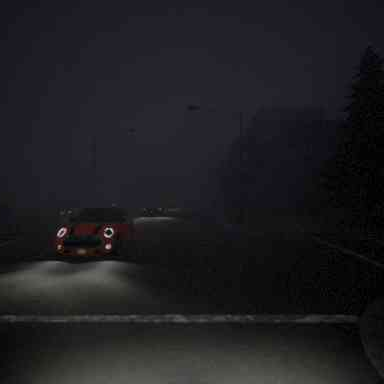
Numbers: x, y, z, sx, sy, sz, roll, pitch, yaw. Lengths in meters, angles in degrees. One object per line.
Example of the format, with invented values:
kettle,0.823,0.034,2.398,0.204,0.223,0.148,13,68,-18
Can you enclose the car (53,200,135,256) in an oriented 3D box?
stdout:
car,-3.588,1.360,13.070,2.097,1.767,4.553,0,0,0

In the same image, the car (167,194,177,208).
car,-3.535,1.470,46.952,1.882,1.535,5.008,0,0,0

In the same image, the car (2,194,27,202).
car,-34.983,1.102,65.289,4.605,1.855,1.932,0,0,0

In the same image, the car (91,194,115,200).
car,-17.602,1.159,62.135,5.027,1.636,2.152,0,0,0

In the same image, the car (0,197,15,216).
car,-17.358,1.385,27.851,3.633,1.501,1.845,0,0,0

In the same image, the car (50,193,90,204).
car,-17.204,1.105,46.434,4.605,1.855,1.932,0,0,0

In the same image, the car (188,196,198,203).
car,0.175,1.481,68.785,2.128,1.511,4.902,0,0,0

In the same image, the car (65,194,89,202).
car,-24.965,1.302,72.222,4.514,1.523,2.007,0,0,0

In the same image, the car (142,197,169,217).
car,-3.560,1.521,31.765,1.812,1.442,4.674,0,0,0

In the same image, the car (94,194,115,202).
car,-17.920,1.237,68.553,3.806,1.475,1.970,0,0,0

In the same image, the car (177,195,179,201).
car,-3.437,1.122,62.163,1.882,1.535,5.008,0,0,0
